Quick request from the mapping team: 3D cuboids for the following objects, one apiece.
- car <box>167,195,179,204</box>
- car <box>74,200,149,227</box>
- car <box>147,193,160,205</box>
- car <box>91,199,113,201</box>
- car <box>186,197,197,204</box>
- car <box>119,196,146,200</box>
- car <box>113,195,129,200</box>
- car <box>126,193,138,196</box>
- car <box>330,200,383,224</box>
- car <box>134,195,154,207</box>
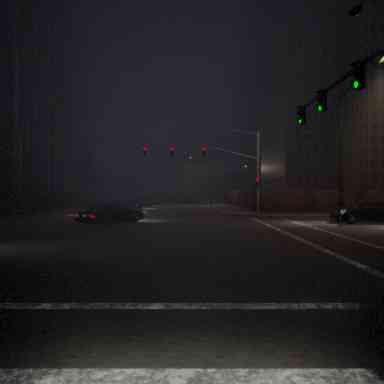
[{"bbox_3d":[-3.624,1.352,64.898,2.097,1.767,4.553,0,0,0],"label":"car"},{"bbox_3d":[-5.588,1.547,23.176,2.033,1.411,5.357,0,0,29],"label":"car"},{"bbox_3d":[-7.158,1.221,60.156,2.150,2.045,5.566,0,0,1],"label":"car"},{"bbox_3d":[-10.707,1.547,37.542,2.033,1.411,5.357,0,0,-3],"label":"car"},{"bbox_3d":[-0.124,1.564,64.935,1.994,1.385,4.181,0,0,0],"label":"car"},{"bbox_3d":[-7.156,1.526,40.535,1.812,1.442,4.674,0,0,-1],"label":"car"},{"bbox_3d":[-10.687,1.547,47.617,2.033,1.411,5.357,0,0,0],"label":"car"},{"bbox_3d":[-10.669,1.221,58.307,2.150,2.045,5.566,0,0,0],"label":"car"},{"bbox_3d":[12.368,1.352,23.875,4.553,1.767,2.097,0,0,0],"label":"car"},{"bbox_3d":[-7.185,1.525,49.629,1.812,1.442,4.674,0,0,0],"label":"car"}]
